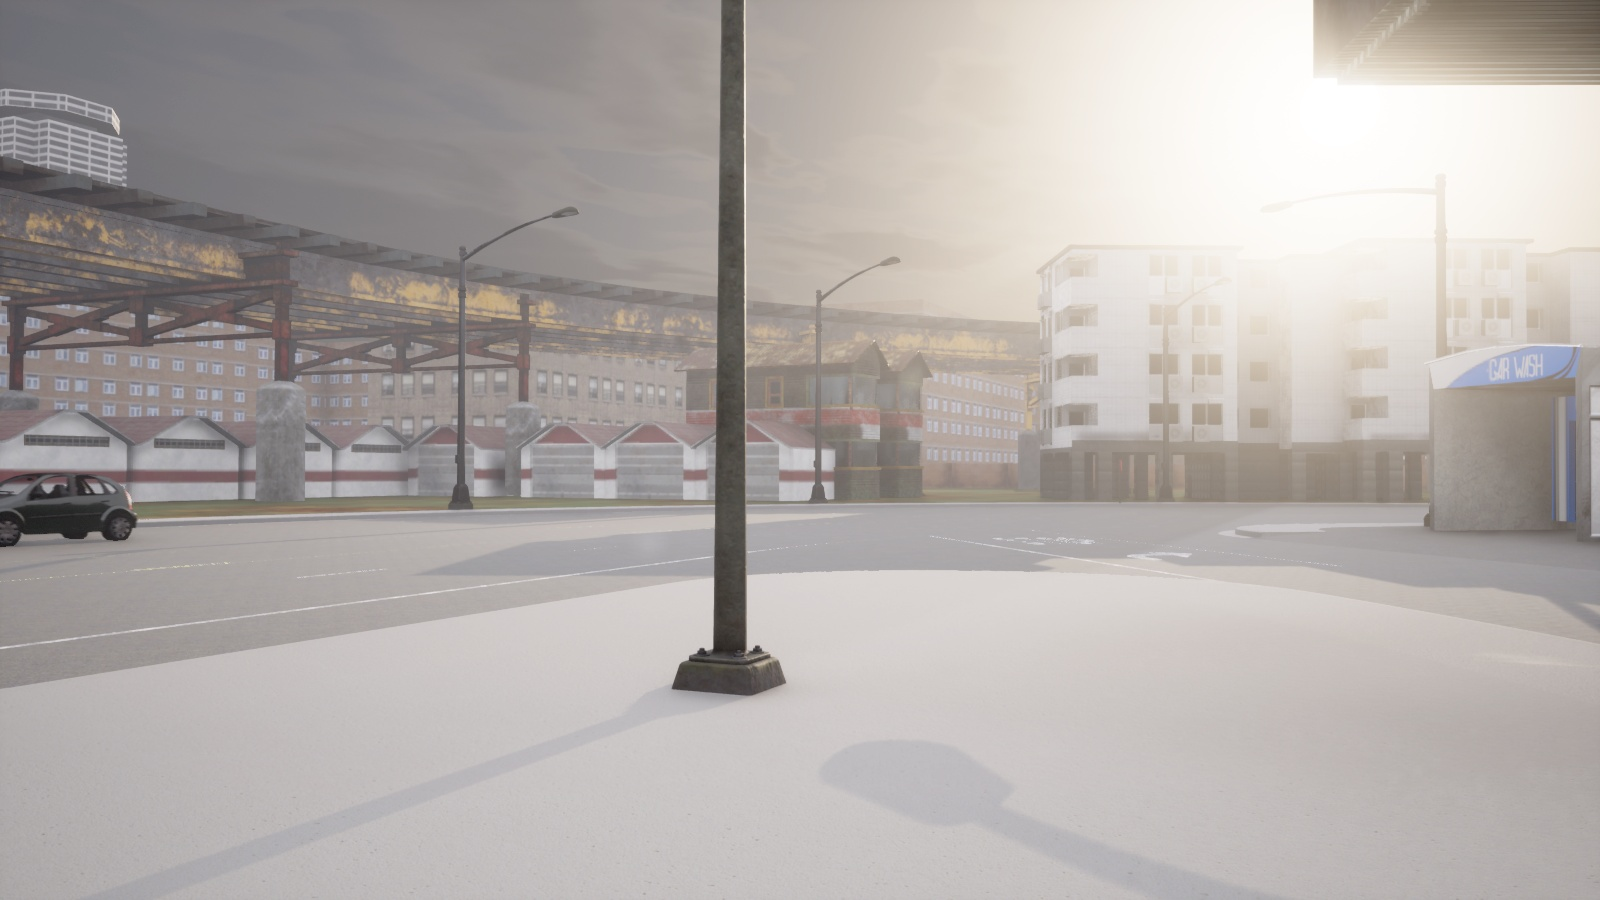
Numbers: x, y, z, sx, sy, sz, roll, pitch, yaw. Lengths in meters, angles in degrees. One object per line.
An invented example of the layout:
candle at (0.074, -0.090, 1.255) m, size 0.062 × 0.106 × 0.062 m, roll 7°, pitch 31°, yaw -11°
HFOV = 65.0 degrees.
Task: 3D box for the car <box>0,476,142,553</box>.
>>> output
car at (-17.343, 1.412, 28.495) m, size 1.851 × 1.617 × 3.988 m, roll -1°, pitch -1°, yaw 24°
